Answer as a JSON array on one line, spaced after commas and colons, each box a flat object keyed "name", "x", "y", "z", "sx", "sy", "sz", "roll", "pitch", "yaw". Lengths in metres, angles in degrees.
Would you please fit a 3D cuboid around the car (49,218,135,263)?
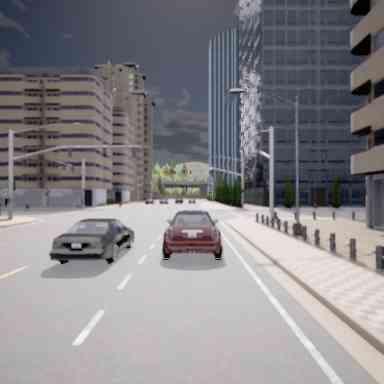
[{"name": "car", "x": -3.482, "y": 1.686, "z": 12.525, "sx": 2.033, "sy": 1.411, "sz": 5.357, "roll": 0, "pitch": -1, "yaw": 0}]

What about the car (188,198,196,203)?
[{"name": "car", "x": 0.026, "y": 2.512, "z": 88.537, "sx": 1.994, "sy": 1.385, "sz": 4.181, "roll": 0, "pitch": -1, "yaw": 0}]

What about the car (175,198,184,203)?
[{"name": "car", "x": -3.474, "y": 2.434, "z": 88.252, "sx": 1.882, "sy": 1.535, "sz": 5.008, "roll": 0, "pitch": -1, "yaw": 0}]

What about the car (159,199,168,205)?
[{"name": "car", "x": -6.976, "y": 2.372, "z": 81.809, "sx": 1.882, "sy": 1.535, "sz": 5.008, "roll": 0, "pitch": -1, "yaw": 0}]

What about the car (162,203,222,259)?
[{"name": "car", "x": 0.027, "y": 1.499, "z": 13.405, "sx": 2.097, "sy": 1.767, "sz": 4.553, "roll": 0, "pitch": -1, "yaw": 0}]

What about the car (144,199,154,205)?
[{"name": "car", "x": -10.476, "y": 2.434, "z": 81.810, "sx": 2.033, "sy": 1.411, "sz": 5.357, "roll": 0, "pitch": -1, "yaw": 0}]
